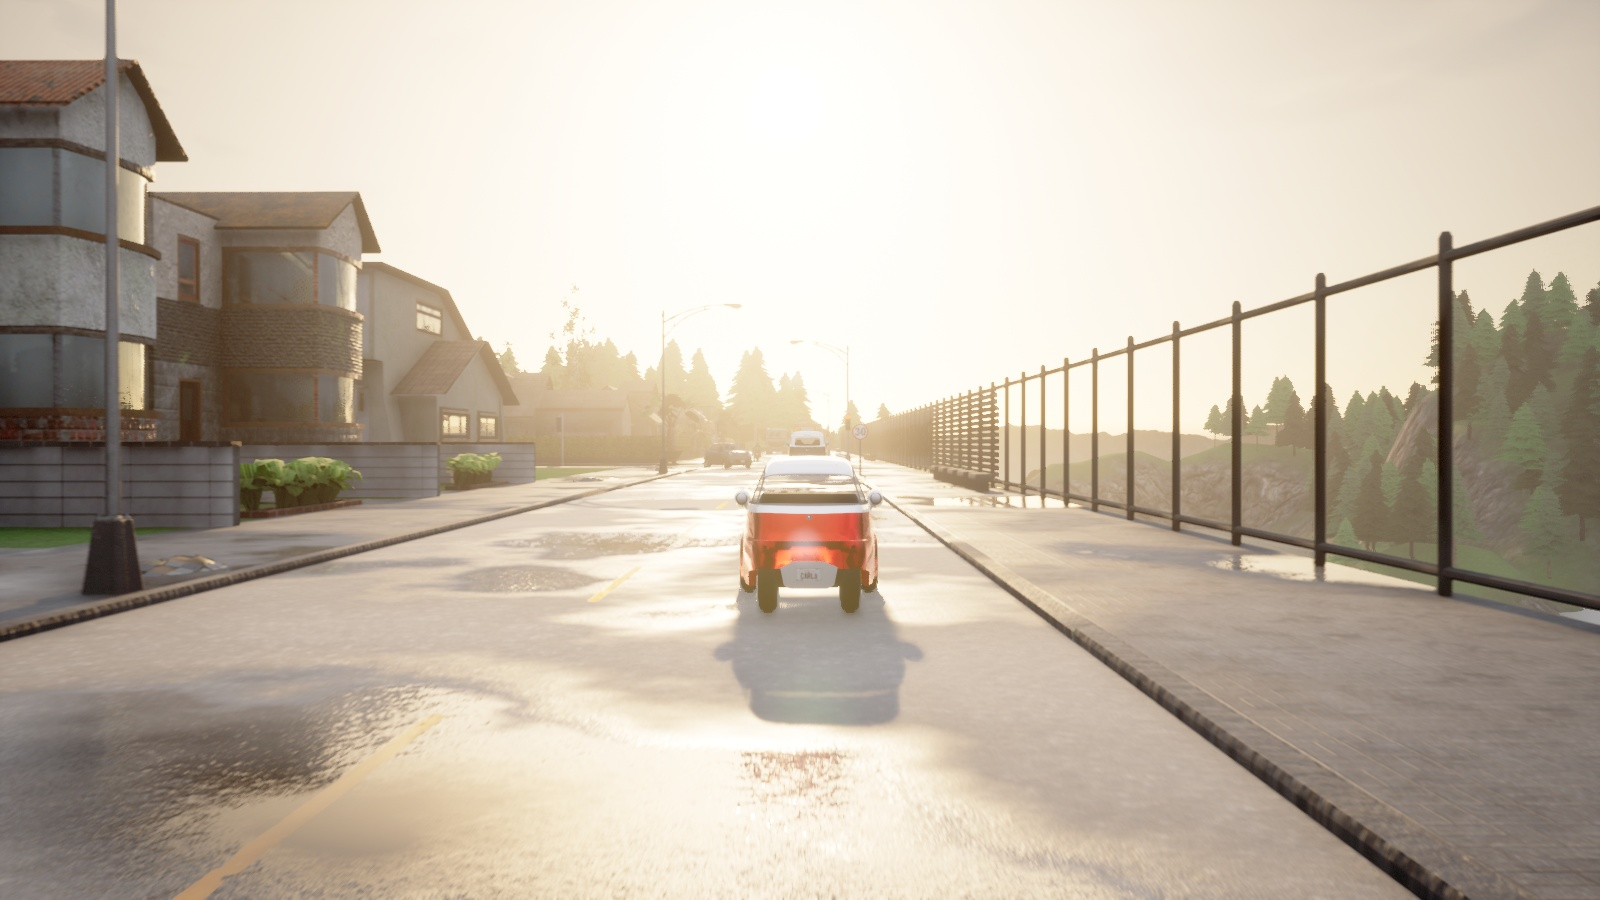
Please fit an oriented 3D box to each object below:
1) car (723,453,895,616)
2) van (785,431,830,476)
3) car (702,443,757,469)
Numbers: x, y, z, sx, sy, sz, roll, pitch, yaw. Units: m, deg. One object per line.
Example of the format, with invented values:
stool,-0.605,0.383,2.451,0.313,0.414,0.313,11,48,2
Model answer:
car,0.083,0.734,11.942,1.481,1.376,2.207,0,1,0
van,0.352,0.137,59.125,2.069,2.038,4.480,0,0,0
car,-4.138,0.344,73.166,1.845,1.501,3.633,0,0,-29
